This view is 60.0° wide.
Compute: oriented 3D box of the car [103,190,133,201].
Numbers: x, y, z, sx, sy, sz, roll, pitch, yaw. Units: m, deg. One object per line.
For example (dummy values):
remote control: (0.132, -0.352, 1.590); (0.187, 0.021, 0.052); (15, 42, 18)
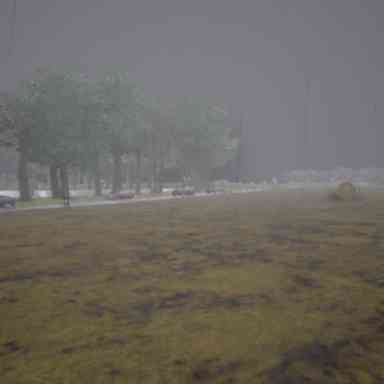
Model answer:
car: (-10.303, 0.518, 46.818); (1.812, 1.442, 4.674); (-1, 2, 35)

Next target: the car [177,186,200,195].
car: (-0.614, -0.314, 60.318); (1.812, 1.442, 4.674); (-1, 2, 35)

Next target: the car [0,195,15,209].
car: (-20.175, 1.019, 32.920); (1.837, 1.490, 4.892); (-1, 1, 35)

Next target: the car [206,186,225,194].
car: (4.526, -0.373, 62.806); (1.837, 1.490, 4.892); (-1, 2, 35)

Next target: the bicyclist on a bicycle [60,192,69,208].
bicyclist on a bicycle: (-12.707, 0.804, 33.101); (1.656, 1.620, 0.582); (0, 1, 35)

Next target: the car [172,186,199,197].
car: (-1.259, -0.007, 54.573); (1.882, 1.535, 5.008); (-1, 2, 36)
